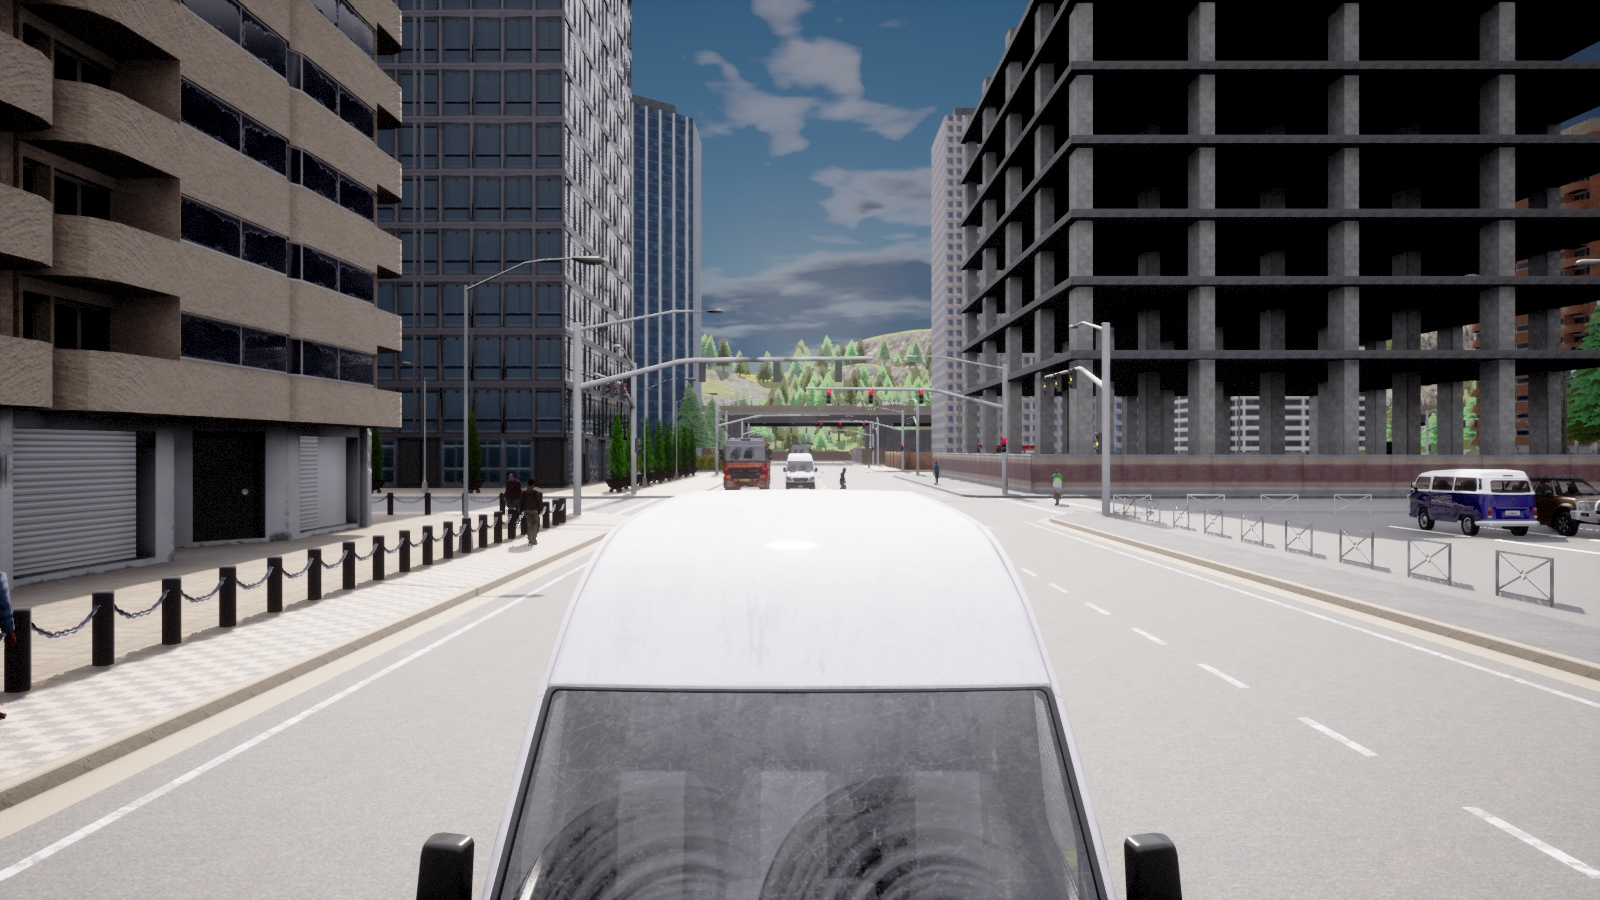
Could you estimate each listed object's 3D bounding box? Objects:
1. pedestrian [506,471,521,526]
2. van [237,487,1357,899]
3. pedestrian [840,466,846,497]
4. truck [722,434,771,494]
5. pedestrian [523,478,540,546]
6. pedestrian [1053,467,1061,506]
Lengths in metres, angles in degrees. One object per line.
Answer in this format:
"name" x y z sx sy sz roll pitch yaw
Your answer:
"pedestrian" -9.818 1.651 39.221 0.375 1.860 0.375 0 0 11
"van" -0.002 1.534 4.985 1.988 2.561 5.915 0 0 0
"pedestrian" 2.543 1.849 67.447 0.375 1.860 0.375 0 0 2
"truck" -3.496 0.890 77.015 2.891 3.827 8.468 0 0 0
"pedestrian" -7.377 1.697 31.403 0.375 1.860 0.375 0 0 4
"pedestrian" 12.633 1.793 56.214 0.375 1.860 0.375 0 0 7
